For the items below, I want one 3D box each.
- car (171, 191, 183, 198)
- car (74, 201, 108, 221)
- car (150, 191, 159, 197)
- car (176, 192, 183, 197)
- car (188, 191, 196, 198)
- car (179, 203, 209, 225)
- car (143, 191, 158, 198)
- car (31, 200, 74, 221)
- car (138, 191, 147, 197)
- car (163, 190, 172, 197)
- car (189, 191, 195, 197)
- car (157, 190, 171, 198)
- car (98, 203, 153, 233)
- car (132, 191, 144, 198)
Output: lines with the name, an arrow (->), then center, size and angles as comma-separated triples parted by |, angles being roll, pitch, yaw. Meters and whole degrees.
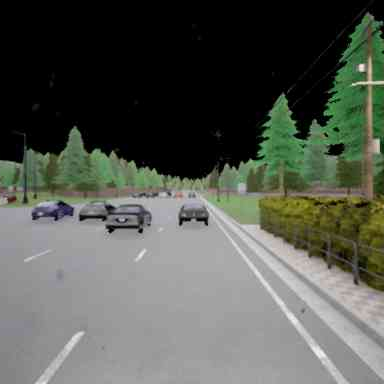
car -> -3.488, 0.691, 85.073 | 2.097, 1.767, 4.553 | 0, 0, 0
car -> -6.895, 1.371, 24.784 | 1.994, 1.385, 4.181 | 0, 0, 0
car -> -10.486, 0.583, 93.857 | 1.882, 1.535, 5.008 | 0, 0, 0
car -> -3.486, 0.629, 93.856 | 1.812, 1.442, 4.674 | 0, 0, 0
car -> 0.012, 0.888, 85.104 | 1.994, 1.385, 4.181 | 0, 0, 0
car -> 0.103, 1.425, 22.581 | 1.895, 1.301, 4.718 | 0, 0, 0
car -> -10.488, 0.862, 84.689 | 1.812, 1.442, 4.674 | 0, 0, 0
car -> -10.396, 1.330, 25.120 | 1.812, 1.442, 4.674 | 0, 0, 0
car -> -13.986, 0.583, 93.858 | 1.882, 1.535, 5.008 | 0, 0, 0
car -> -6.986, 0.330, 93.885 | 2.150, 2.045, 5.566 | 0, 0, 0
car -> 0.014, 0.583, 93.856 | 1.882, 1.535, 5.008 | 0, 0, 0
car -> -6.988, 0.864, 84.272 | 1.812, 1.442, 4.674 | 0, 0, 0
car -> -3.397, 1.402, 18.651 | 2.033, 1.411, 5.357 | 0, 0, 0
car -> -13.988, 0.888, 85.106 | 1.994, 1.385, 4.181 | 0, 0, 0
